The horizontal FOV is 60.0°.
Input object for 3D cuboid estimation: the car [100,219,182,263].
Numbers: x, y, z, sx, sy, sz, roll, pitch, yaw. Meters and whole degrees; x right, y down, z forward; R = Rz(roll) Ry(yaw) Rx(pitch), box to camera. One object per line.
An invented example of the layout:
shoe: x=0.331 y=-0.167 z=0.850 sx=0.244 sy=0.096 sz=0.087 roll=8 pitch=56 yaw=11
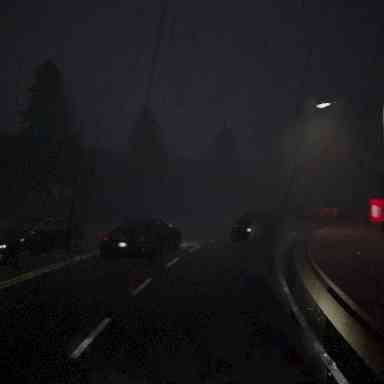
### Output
car: x=-1.779 y=1.709 z=12.769 sx=1.994 sy=1.385 sz=4.181 roll=0 pitch=-1 yaw=14

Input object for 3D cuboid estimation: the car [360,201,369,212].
car: x=22.501 y=1.993 z=45.452 sx=5.008 sy=1.535 sz=1.882 roll=0 pitch=-1 yaw=-21

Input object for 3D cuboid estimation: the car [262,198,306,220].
car: x=8.893 y=1.584 z=31.985 sx=2.150 sy=2.045 sz=5.566 roll=-1 pitch=-1 yaw=43

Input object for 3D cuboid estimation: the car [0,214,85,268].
car: x=-5.763 y=1.627 z=11.936 sx=2.128 sy=1.511 sz=4.902 roll=0 pitch=-1 yaw=13

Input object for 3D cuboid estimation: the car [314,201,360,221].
car: x=13.778 y=1.712 z=31.735 sx=4.553 sy=1.767 sz=2.097 roll=1 pitch=-1 yaw=-43

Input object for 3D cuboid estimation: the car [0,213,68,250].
car: x=-8.350 y=1.783 z=16.087 sx=1.895 sy=1.301 sz=4.718 roll=0 pitch=-1 yaw=17

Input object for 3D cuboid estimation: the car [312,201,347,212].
car: x=19.924 y=2.052 z=48.141 sx=4.892 sy=1.490 sz=1.837 roll=1 pitch=-1 yaw=-23

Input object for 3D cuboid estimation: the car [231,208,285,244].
car: x=3.430 y=1.760 z=17.289 sx=1.994 sy=1.385 sz=4.181 roll=0 pitch=-1 yaw=22

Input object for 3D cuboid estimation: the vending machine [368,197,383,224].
vending machine: x=15.319 y=1.509 z=27.592 sx=0.880 sy=2.100 sz=1.100 roll=1 pitch=-1 yaw=-44
